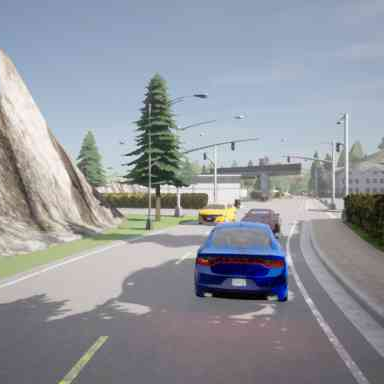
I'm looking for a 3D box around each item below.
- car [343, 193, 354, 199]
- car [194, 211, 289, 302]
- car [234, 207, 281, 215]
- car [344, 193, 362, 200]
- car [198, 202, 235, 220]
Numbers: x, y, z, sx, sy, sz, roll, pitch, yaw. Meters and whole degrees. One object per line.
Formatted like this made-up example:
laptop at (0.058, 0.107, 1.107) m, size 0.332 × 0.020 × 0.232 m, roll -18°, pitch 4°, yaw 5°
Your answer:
car at (38.469, 1.361, 80.034) m, size 3.806 × 1.475 × 1.970 m, roll 0°, pitch 0°, yaw 19°
car at (1.281, 1.478, 8.440) m, size 1.882 × 1.535 × 5.008 m, roll 0°, pitch 0°, yaw 10°
car at (3.677, 1.564, 17.631) m, size 1.994 × 1.385 × 4.181 m, roll 0°, pitch 0°, yaw 17°
car at (40.119, 1.077, 82.984) m, size 3.866 × 1.878 × 1.905 m, roll 0°, pitch 0°, yaw 19°
car at (1.925, 1.488, 24.108) m, size 1.882 × 1.535 × 5.008 m, roll 0°, pitch 0°, yaw 19°
